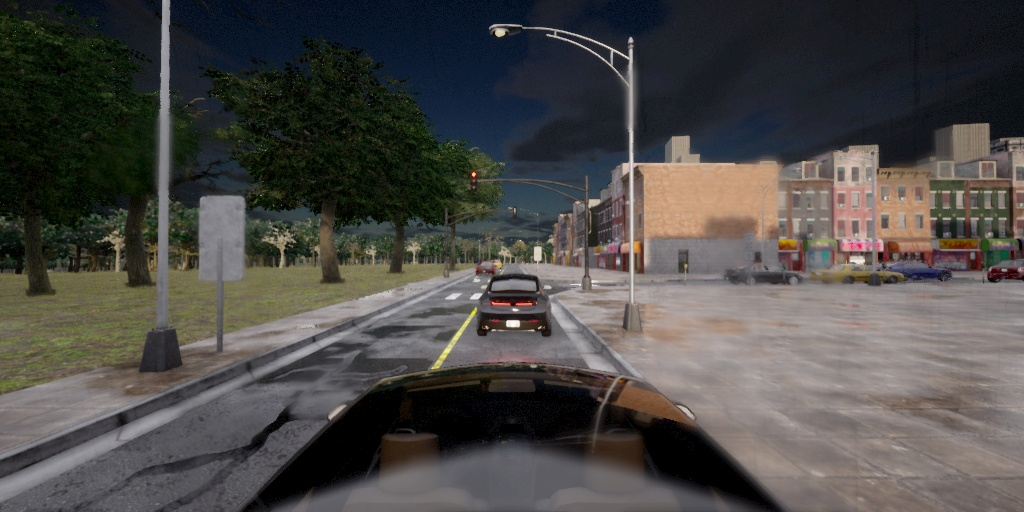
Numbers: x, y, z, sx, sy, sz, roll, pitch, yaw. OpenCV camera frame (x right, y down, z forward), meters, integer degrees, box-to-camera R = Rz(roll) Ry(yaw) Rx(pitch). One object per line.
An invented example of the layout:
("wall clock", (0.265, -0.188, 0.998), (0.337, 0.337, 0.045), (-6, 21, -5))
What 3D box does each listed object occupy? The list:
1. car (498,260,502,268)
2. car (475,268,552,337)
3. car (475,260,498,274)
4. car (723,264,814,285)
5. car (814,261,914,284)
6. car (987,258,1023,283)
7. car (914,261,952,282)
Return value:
("car", (-2.697, 1.405, 57.828), (1.882, 1.535, 5.008), (0, 0, 0))
("car", (0.104, 1.260, 10.382), (1.837, 1.490, 4.892), (0, 0, 2))
("car", (-2.759, 1.287, 38.037), (1.882, 1.535, 5.008), (0, 0, 0))
("car", (15.531, 1.137, 22.215), (4.403, 1.370, 2.007), (0, 0, 0))
("car", (21.375, 1.068, 22.240), (4.829, 1.417, 1.751), (0, 0, 0))
("car", (32.553, 0.898, 22.286), (4.097, 1.591, 1.967), (0, 0, 0))
("car", (27.379, 1.057, 24.819), (4.674, 1.442, 1.812), (0, -1, 0))
